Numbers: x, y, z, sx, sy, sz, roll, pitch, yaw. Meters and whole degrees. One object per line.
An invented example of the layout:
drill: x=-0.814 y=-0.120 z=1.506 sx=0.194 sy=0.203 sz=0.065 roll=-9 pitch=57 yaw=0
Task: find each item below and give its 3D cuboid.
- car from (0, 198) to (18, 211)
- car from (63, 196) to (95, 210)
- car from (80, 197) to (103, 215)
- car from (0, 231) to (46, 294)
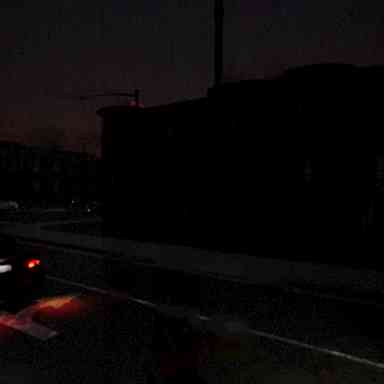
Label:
car: x=-22.383 y=1.470 z=37.953 sx=1.812 sy=1.442 sz=4.674 roll=0 pitch=0 yaw=36
car: x=-14.387 y=1.302 z=43.095 sx=2.097 sy=1.767 sz=4.553 roll=0 pitch=0 yaw=36
car: x=-8.374 y=1.489 z=33.203 sx=1.812 sy=1.442 sz=4.674 roll=0 pitch=0 yaw=36
car: x=-5.636 y=1.535 z=7.988 sx=5.357 sy=1.411 sz=2.033 roll=0 pitch=0 yaw=38
